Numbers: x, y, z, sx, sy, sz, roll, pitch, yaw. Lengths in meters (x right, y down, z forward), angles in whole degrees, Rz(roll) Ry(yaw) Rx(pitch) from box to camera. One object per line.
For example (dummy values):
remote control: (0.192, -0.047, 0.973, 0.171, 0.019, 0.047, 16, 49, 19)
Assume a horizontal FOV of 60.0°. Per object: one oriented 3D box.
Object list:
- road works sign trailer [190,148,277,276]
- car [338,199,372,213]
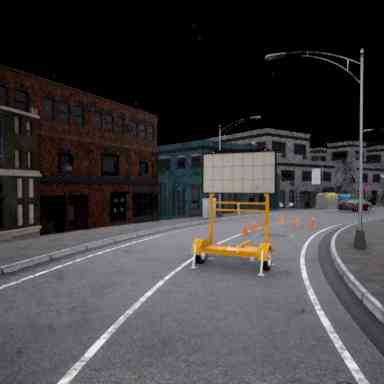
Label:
road works sign trailer: (1.521, 0.460, 10.620, 2.380, 3.560, 2.880, 0, 0, 24)
car: (18.609, 1.536, 37.968, 5.008, 1.535, 1.882, 0, 1, -37)
